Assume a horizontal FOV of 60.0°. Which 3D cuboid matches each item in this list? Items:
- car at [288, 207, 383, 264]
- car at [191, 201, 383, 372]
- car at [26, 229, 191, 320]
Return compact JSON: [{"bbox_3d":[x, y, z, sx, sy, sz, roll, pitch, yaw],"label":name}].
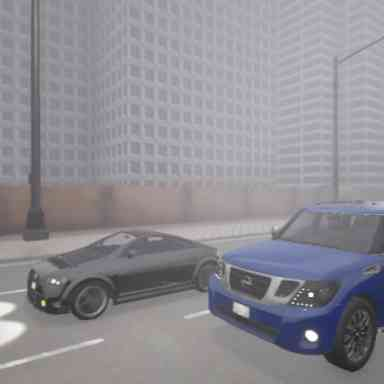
[{"bbox_3d":[5.985,1.448,12.428,5.008,1.535,1.882,0,0,-35],"label":"car"},{"bbox_3d":[2.923,1.207,6.000,5.566,2.045,2.150,0,0,-35],"label":"car"},{"bbox_3d":[-1.300,1.555,7.321,4.181,1.385,1.994,0,0,-35],"label":"car"}]
